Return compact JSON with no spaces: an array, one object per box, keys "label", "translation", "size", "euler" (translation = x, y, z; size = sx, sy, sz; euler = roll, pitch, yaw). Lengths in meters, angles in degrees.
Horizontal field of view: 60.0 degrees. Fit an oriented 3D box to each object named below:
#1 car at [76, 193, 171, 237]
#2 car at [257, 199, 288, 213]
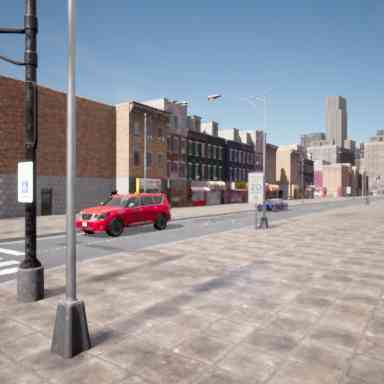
[{"label":"car","translation":[-3.418,1.113,17.790],"size":[2.150,2.045,5.566],"euler":[0,1,35]},{"label":"car","translation":[8.181,1.387,34.061],"size":[1.895,1.301,4.718],"euler":[0,0,36]}]
